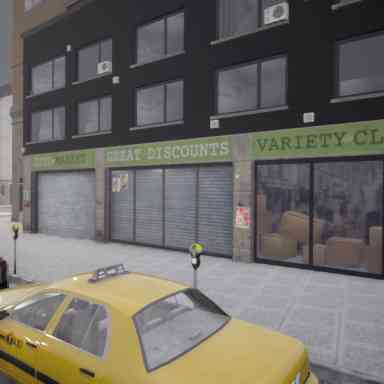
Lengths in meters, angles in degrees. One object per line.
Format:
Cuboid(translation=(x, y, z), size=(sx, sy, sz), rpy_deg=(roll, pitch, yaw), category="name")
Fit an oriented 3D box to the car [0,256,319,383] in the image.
Cuboid(translation=(-1.138, 1.525, 3.892), size=(4.829, 1.417, 1.752), rpy_deg=(0, 1, 35), category="car")
